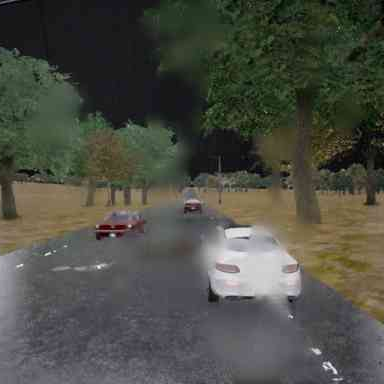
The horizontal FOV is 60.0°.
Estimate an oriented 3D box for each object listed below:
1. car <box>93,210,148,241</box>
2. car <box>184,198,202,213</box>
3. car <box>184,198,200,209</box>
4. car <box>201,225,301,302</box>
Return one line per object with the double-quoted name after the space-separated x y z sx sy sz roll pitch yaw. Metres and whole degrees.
-3.486 1.612 16.901 1.895 1.301 4.718 0 0 0 "car"
0.114 1.507 36.750 1.882 1.535 5.008 0 0 0 "car"
0.041 1.588 46.813 2.128 1.511 4.902 0 -1 0 "car"
1.232 1.530 8.149 1.812 1.442 4.674 0 0 0 "car"
